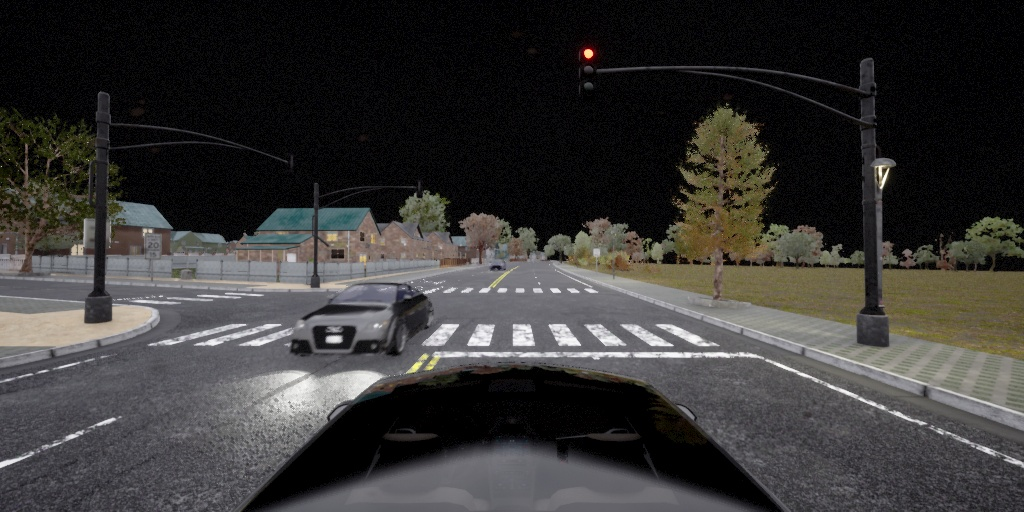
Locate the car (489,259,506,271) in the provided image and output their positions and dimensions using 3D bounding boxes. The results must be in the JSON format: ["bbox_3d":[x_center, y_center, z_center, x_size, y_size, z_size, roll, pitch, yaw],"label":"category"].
[{"bbox_3d":[-1.931,1.158,48.920,2.097,1.767,4.553,0,0,3],"label":"car"}]

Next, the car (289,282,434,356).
[{"bbox_3d":[-3.202,1.319,8.474,1.994,1.385,4.181,0,0,0],"label":"car"}]
